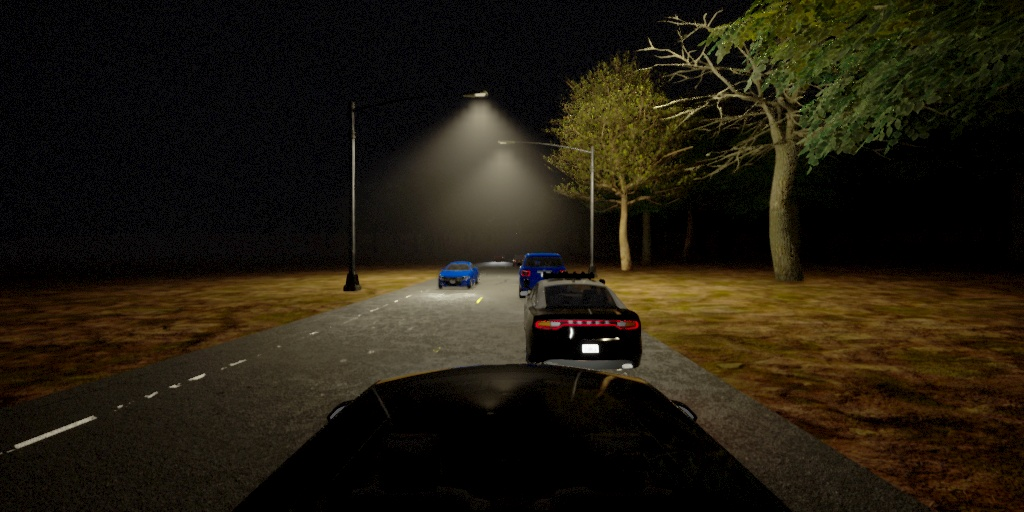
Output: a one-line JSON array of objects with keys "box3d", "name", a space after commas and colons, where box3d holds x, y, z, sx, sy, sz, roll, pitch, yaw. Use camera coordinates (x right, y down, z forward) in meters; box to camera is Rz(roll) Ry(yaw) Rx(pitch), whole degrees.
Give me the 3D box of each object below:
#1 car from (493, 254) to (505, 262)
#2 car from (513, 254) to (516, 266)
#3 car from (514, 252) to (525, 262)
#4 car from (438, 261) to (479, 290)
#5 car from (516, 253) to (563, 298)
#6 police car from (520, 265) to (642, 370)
[{"box3d": [-2.246, 0.253, 62.796, 1.895, 1.301, 4.718, 0, 2, 2], "name": "car"}, {"box3d": [1.069, 0.666, 49.635, 2.033, 1.411, 5.357, 0, 2, 2], "name": "car"}, {"box3d": [1.314, 0.174, 62.302, 1.837, 1.490, 4.892, 0, 2, 1], "name": "car"}, {"box3d": [-3.141, 1.098, 21.795, 1.882, 1.535, 5.008, 0, 1, 1], "name": "car"}, {"box3d": [1.424, 0.885, 17.800, 2.150, 2.045, 5.566, 0, 1, 1], "name": "car"}, {"box3d": [1.215, 1.157, 7.887, 1.930, 1.638, 5.238, 0, 0, 1], "name": "police car"}]
